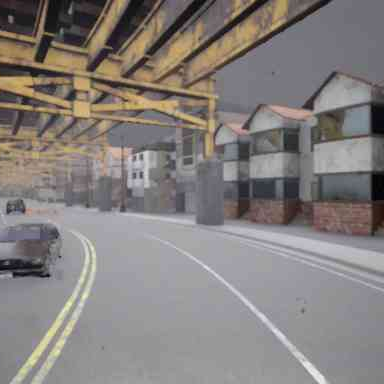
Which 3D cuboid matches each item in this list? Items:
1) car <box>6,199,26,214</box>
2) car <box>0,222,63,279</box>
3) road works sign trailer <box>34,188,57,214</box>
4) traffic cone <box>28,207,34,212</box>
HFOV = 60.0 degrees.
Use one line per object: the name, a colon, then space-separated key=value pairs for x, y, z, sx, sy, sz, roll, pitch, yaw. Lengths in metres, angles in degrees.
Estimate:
car: x=-24.450 y=1.983 z=46.280 sx=2.150 sy=2.045 sz=5.566 roll=0 pitch=0 yaw=-31
car: x=-5.273 y=1.716 z=10.712 sx=2.033 sy=1.411 sz=5.357 roll=0 pitch=-1 yaw=-16
road works sign trailer: x=-19.895 y=1.183 z=45.651 sx=2.380 sy=3.560 sz=2.880 roll=0 pitch=-1 yaw=-31
traffic cone: x=-24.728 y=2.777 z=50.885 sx=0.340 sy=0.580 sz=0.340 roll=0 pitch=-1 yaw=-31
